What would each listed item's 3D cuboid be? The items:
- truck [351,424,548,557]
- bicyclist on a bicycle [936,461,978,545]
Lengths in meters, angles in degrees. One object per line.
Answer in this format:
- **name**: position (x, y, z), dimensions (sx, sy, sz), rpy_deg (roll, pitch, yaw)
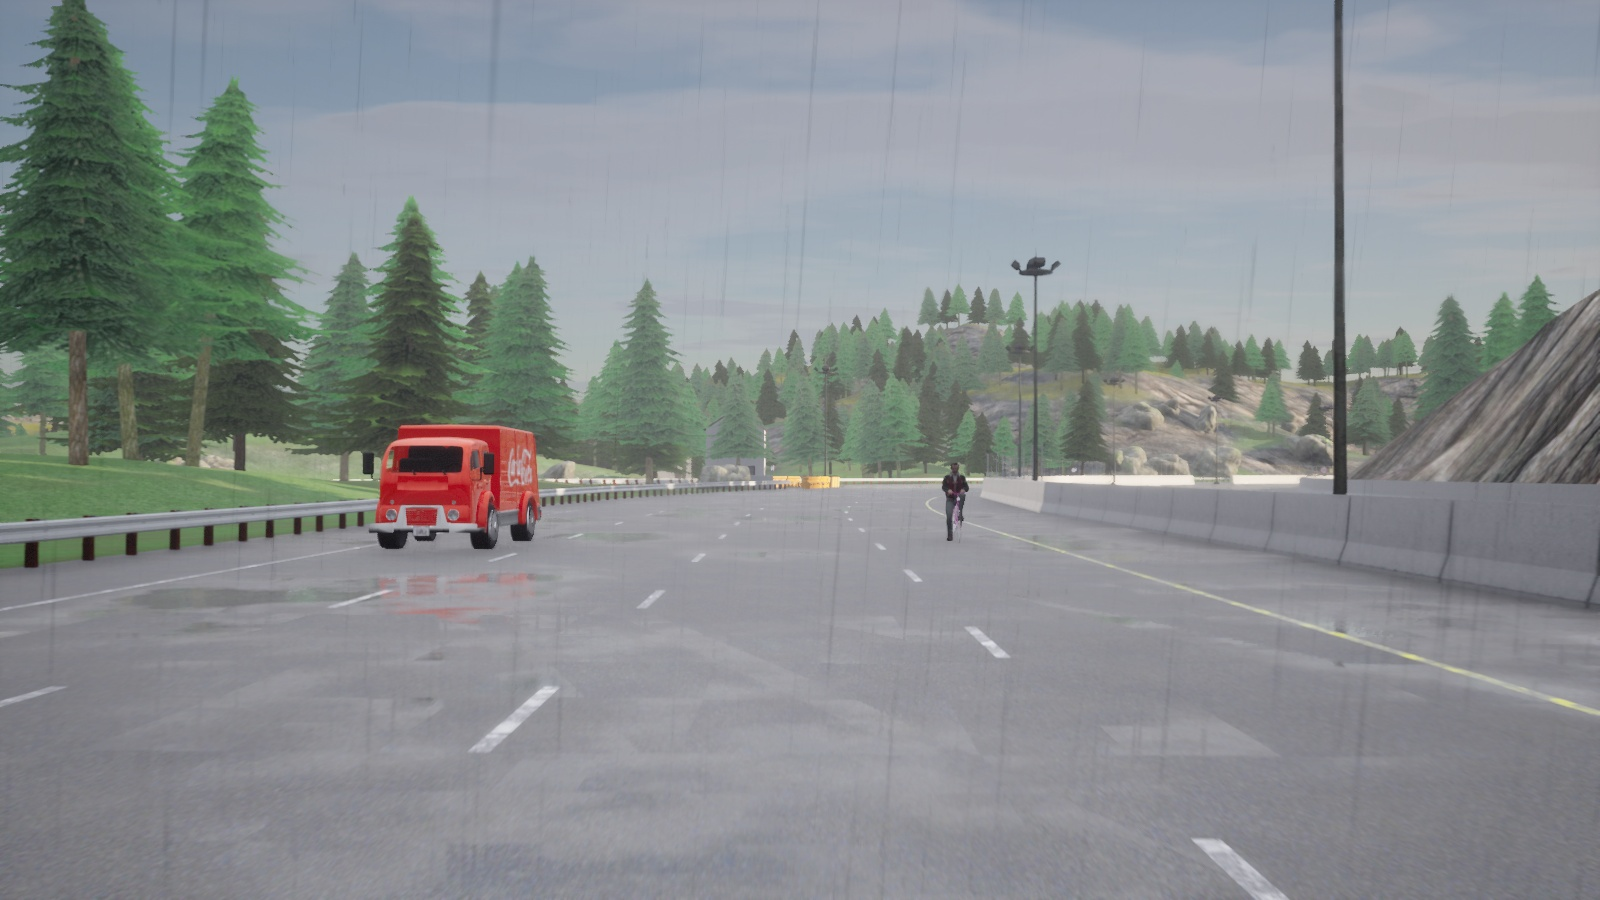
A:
- **truck**: position (-7.065, 0.796, 26.034), dimensions (2.627, 2.467, 5.204), rpy_deg (0, -1, 0)
- **bicyclist on a bicycle**: position (3.432, 1.136, 27.571), dimensions (0.659, 1.776, 1.843), rpy_deg (0, -1, 0)
